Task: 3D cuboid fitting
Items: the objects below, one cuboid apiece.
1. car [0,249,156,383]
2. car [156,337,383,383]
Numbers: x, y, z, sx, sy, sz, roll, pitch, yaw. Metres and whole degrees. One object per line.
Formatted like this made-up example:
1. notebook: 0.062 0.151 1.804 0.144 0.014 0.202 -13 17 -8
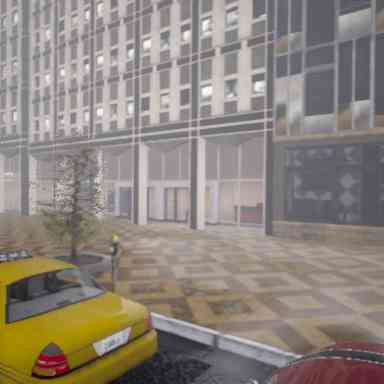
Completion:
1. car: -2.703 1.512 4.795 4.829 1.417 1.752 0 1 36
2. car: 2.062 1.443 1.394 4.097 1.590 1.967 0 1 36
